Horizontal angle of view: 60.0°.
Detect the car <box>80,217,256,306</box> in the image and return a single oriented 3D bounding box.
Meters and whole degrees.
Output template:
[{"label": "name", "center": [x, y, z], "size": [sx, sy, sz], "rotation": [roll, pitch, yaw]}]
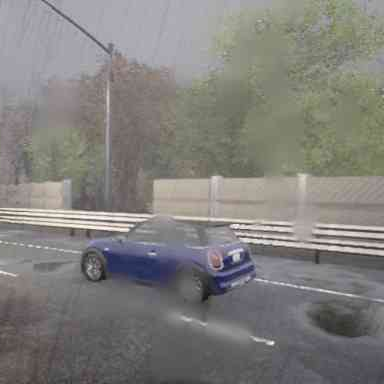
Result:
[{"label": "car", "center": [-0.783, 1.456, 8.532], "size": [4.553, 1.767, 2.097], "rotation": [0, -1, 34]}]
